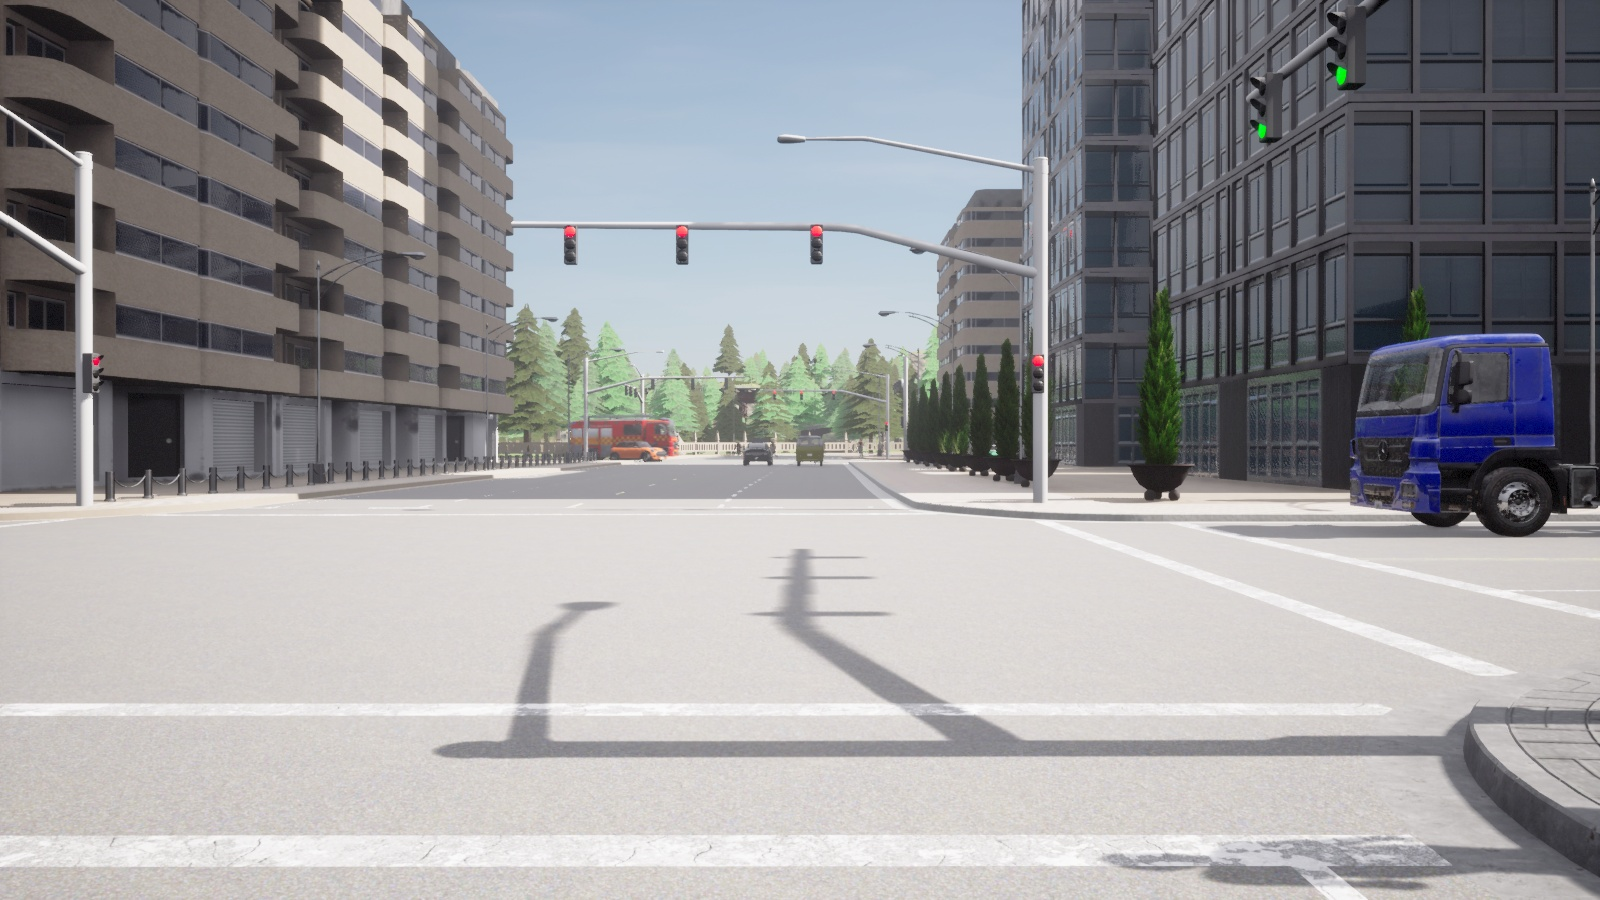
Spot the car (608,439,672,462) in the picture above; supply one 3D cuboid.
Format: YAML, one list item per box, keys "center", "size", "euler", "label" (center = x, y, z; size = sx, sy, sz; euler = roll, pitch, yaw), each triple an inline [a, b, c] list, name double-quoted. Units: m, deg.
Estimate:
- center: [-12.544, 0.059, 98.461]
  size: [4.553, 1.767, 2.097]
  euler: [-1, 0, 29]
  label: "car"

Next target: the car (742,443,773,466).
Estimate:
- center: [-2.794, 0.274, 84.086]
  size: [1.837, 1.490, 4.892]
  euler: [0, 0, 1]
  label: "car"

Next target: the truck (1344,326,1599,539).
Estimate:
- center: [14.035, -0.292, 21.786]
  size: [7.936, 3.462, 2.891]
  euler: [0, 0, 1]
  label: "truck"

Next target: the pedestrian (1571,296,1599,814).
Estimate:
- center: [3.160, 0.374, 4.452]
  size: [0.706, 1.836, 0.354]
  euler: [0, 0, 33]
  label: "pedestrian"

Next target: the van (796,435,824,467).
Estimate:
- center: [0.655, 0.041, 81.252]
  size: [1.775, 1.987, 4.442]
  euler: [0, 0, 1]
  label: "van"
